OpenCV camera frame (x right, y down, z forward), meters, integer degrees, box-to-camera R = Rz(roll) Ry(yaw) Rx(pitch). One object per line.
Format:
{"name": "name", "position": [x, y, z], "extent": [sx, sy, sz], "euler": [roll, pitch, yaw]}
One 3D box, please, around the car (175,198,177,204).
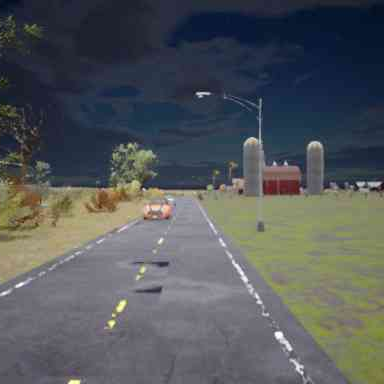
{"name": "car", "position": [-2.884, 1.119, 41.458], "extent": [1.812, 1.442, 4.674], "euler": [0, 0, 0]}

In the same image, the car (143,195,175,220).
{"name": "car", "position": [-2.845, 1.334, 28.001], "extent": [2.097, 1.767, 4.553], "euler": [0, 0, 0]}
